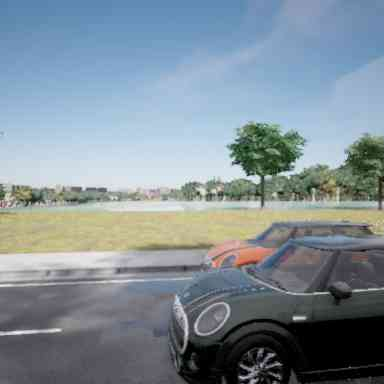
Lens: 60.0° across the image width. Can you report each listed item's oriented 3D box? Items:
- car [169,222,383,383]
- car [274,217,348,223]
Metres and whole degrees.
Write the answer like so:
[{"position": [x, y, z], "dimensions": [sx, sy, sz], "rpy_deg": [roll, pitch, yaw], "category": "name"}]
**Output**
[{"position": [1.958, 1.442, 4.811], "dimensions": [4.553, 1.767, 2.097], "rpy_deg": [0, -1, -9], "category": "car"}, {"position": [2.510, 1.503, 8.187], "dimensions": [4.553, 1.767, 2.097], "rpy_deg": [0, -1, -9], "category": "car"}]
